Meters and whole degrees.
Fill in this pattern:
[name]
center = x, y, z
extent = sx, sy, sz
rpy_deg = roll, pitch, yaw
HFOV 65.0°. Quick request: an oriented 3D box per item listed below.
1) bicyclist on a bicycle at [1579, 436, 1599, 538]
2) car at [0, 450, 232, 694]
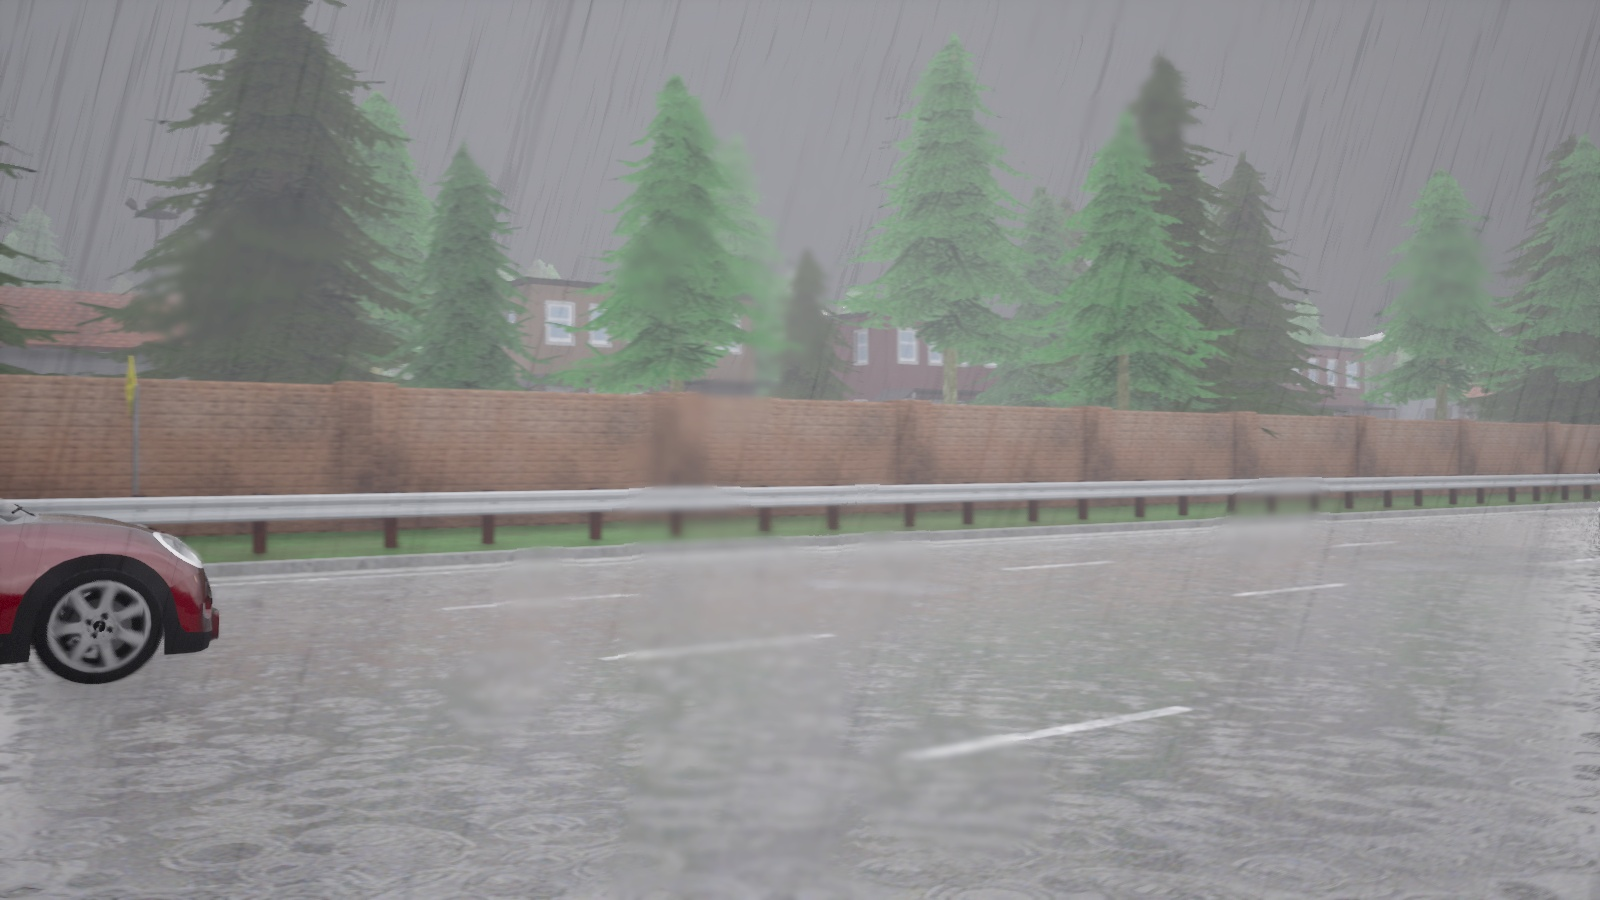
[bicyclist on a bicycle]
center = 14.697, 0.641, 22.418
extent = 1.843, 1.776, 0.659
rpy_deg = 0, 0, -35
[car]
center = -5.904, 0.742, 8.078
extent = 3.806, 1.475, 1.970
rpy_deg = 0, 0, -35
